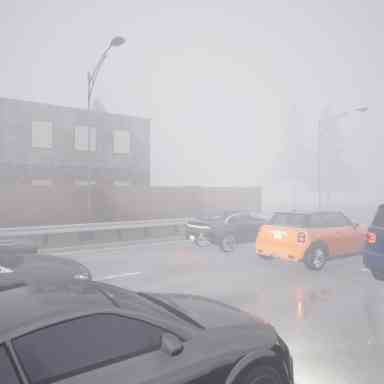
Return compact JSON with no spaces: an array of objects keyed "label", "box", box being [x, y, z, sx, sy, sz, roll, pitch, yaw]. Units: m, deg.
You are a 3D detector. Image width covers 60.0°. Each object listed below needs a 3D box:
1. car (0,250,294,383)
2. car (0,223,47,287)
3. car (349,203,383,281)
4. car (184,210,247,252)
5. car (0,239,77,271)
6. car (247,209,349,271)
[{"label":"car","box":[-0.987,1.564,3.044,4.181,1.385,1.994,0,0,-35]},{"label":"car","box":[-6.193,1.601,7.925,4.718,1.301,1.895,0,0,-36]},{"label":"car","box":[6.642,1.221,8.545,5.566,2.045,2.150,0,0,-35]},{"label":"car","box":[1.989,1.491,13.829,4.902,1.511,2.128,0,0,-35]},{"label":"car","box":[-4.052,1.492,5.153,4.902,1.511,2.128,0,0,-36]},{"label":"car","box":[4.311,1.352,11.184,4.553,1.767,2.097,0,0,-35]}]
